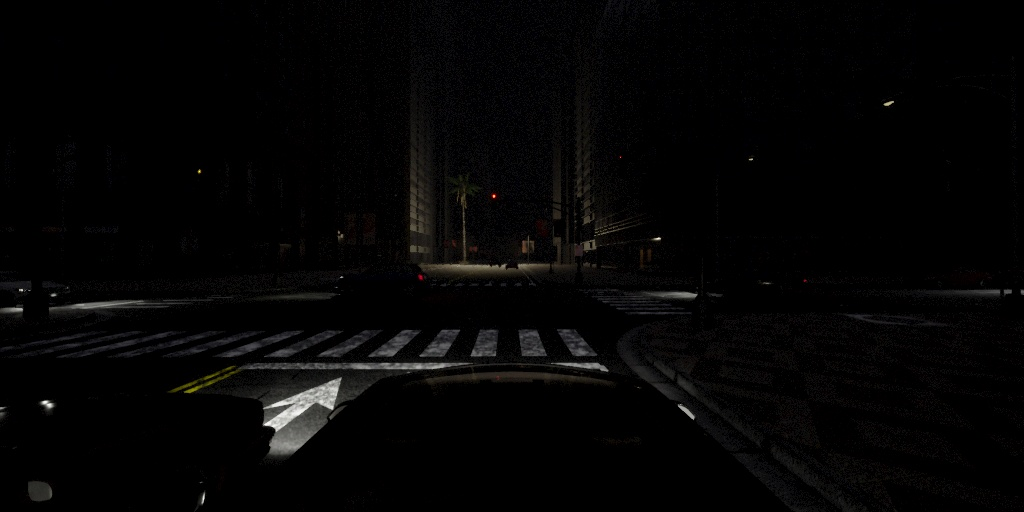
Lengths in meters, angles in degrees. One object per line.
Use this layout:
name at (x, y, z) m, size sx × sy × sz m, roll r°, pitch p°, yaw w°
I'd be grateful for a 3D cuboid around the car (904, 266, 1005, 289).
car at (26.421, 1.275, 21.732) m, size 4.207 × 1.307 × 1.802 m, roll 0°, pitch 0°, yaw -1°

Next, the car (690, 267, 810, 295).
car at (12.316, 1.265, 18.731) m, size 5.357 × 1.411 × 2.033 m, roll 0°, pitch 0°, yaw -1°

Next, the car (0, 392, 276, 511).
car at (-3.175, 1.297, 0.720) m, size 2.033 × 1.411 × 5.357 m, roll 0°, pitch 0°, yaw 4°

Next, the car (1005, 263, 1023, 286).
car at (32.059, 1.117, 21.832) m, size 4.097 × 1.591 × 1.967 m, roll 0°, pitch 0°, yaw -1°

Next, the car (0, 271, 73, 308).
car at (-21.382, 1.354, 14.938) m, size 4.674 × 1.442 × 1.812 m, roll 0°, pitch 0°, yaw 1°

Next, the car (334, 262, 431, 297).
car at (-6.540, 1.122, 18.306) m, size 4.553 × 1.767 × 2.097 m, roll 0°, pitch 0°, yaw -1°

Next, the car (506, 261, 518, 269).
car at (-0.032, 1.487, 61.814) m, size 1.994 × 1.385 × 4.181 m, roll 0°, pitch 0°, yaw 0°
